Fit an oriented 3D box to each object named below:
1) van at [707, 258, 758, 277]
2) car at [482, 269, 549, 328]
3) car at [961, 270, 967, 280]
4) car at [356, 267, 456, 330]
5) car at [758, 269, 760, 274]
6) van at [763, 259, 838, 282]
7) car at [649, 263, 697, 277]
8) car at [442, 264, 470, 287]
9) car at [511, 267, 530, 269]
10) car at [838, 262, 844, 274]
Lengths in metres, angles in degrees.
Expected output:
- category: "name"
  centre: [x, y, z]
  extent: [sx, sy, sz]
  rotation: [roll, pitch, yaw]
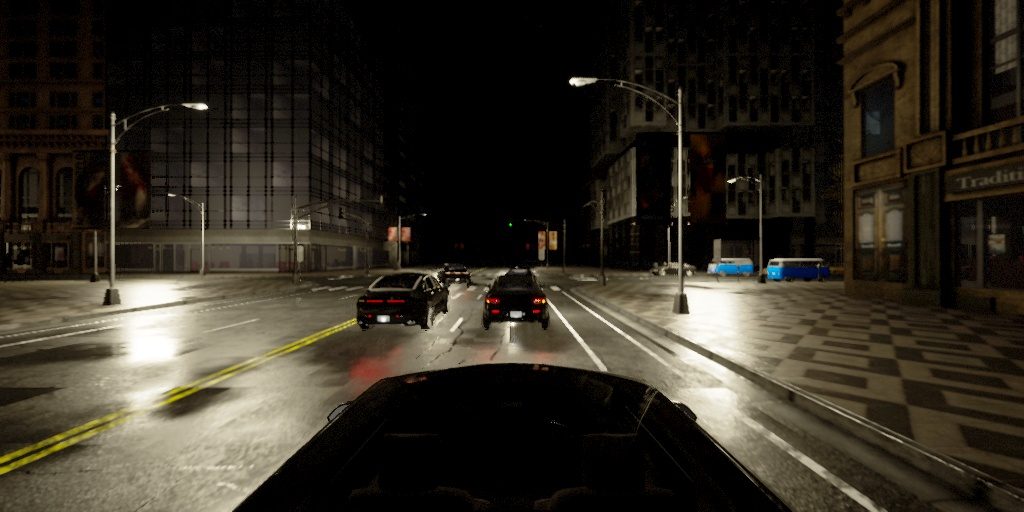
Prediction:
- category: "van"
  centre: [21.516, 1.120, 35.403]
  extent: [3.998, 1.789, 1.690]
  rotation: [0, 0, 0]
- category: "car"
  centre: [0.104, 1.298, 11.295]
  extent: [1.812, 1.442, 4.674]
  rotation: [0, 0, 0]
- category: "car"
  centre: [32.713, 1.310, 26.823]
  extent: [4.207, 1.307, 1.802]
  rotation: [0, 0, 0]
- category: "car"
  centre: [-3.145, 1.278, 11.197]
  extent: [1.837, 1.490, 4.892]
  rotation: [0, 0, 0]
- category: "car"
  centre: [26.964, 1.294, 35.376]
  extent: [4.829, 1.417, 1.751]
  rotation: [0, 0, 0]
- category: "van"
  centre: [21.476, 1.091, 26.878]
  extent: [3.998, 1.789, 1.690]
  rotation: [0, 0, 0]
- category: "car"
  centre: [15.898, 1.341, 35.430]
  extent: [4.403, 1.370, 2.007]
  rotation: [0, 0, 0]
- category: "car"
  centre: [-4.145, 1.292, 24.924]
  extent: [2.128, 1.511, 4.902]
  rotation: [0, 0, -17]
- category: "car"
  centre: [0.528, 1.360, 21.792]
  extent: [1.994, 1.385, 4.181]
  rotation: [0, 0, 6]
- category: "car"
  centre: [32.582, 1.284, 35.348]
  extent: [4.829, 1.417, 1.751]
  rotation: [0, 0, 0]
